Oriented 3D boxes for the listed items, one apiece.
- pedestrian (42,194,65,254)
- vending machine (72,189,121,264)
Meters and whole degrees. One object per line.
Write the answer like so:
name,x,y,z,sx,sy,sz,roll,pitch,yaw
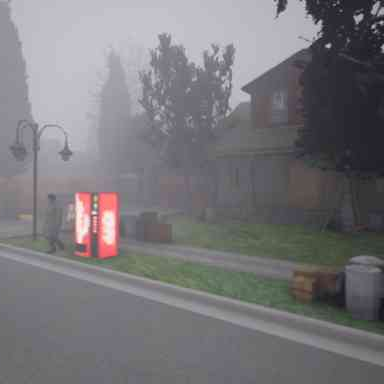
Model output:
pedestrian,-4.185,0.901,10.086,0.375,1.860,0.375,1,0,36
vending machine,-2.891,0.980,10.101,0.880,2.100,1.100,1,1,36
